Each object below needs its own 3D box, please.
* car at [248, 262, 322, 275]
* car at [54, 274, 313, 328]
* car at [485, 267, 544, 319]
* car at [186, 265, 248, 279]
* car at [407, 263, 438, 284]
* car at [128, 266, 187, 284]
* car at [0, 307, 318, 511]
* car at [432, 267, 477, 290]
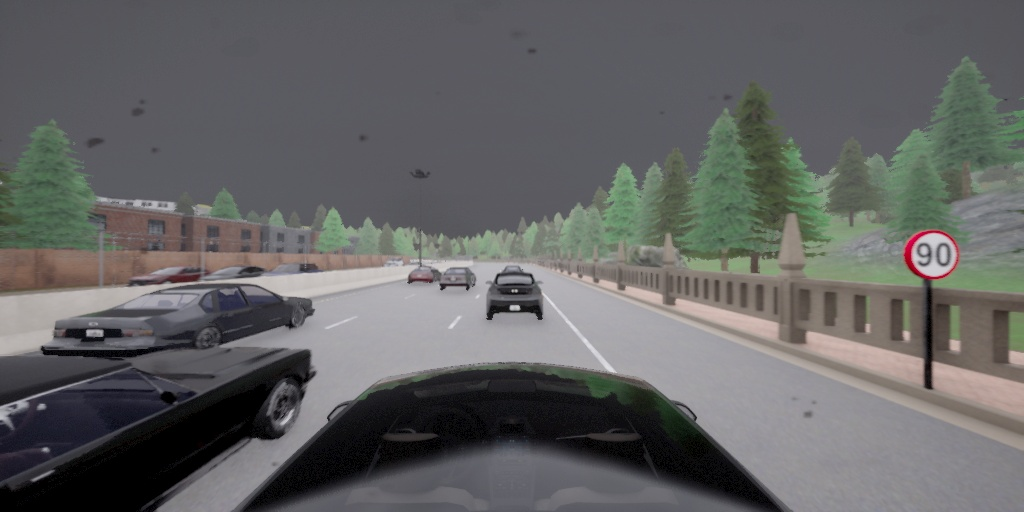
[{"bbox_3d":[-14.119,1.229,23.044,2.097,1.767,4.553,0,0,0],"label":"car"},{"bbox_3d":[-6.908,1.340,8.445,2.033,1.411,5.357,0,0,0],"label":"car"},{"bbox_3d":[0.089,1.312,13.094,1.837,1.490,4.892,0,0,0],"label":"car"},{"bbox_3d":[-17.619,1.386,23.016,1.837,1.490,4.892,0,0,0],"label":"car"},{"bbox_3d":[-6.929,1.461,28.858,1.994,1.385,4.181,0,0,0],"label":"car"},{"bbox_3d":[-21.119,1.361,22.670,1.882,1.535,5.008,0,0,0],"label":"car"},{"bbox_3d":[-3.415,1.359,2.446,1.895,1.301,4.718,0,0,0],"label":"car"},{"bbox_3d":[-3.426,1.412,23.355,2.033,1.411,5.357,0,0,0],"label":"car"}]
